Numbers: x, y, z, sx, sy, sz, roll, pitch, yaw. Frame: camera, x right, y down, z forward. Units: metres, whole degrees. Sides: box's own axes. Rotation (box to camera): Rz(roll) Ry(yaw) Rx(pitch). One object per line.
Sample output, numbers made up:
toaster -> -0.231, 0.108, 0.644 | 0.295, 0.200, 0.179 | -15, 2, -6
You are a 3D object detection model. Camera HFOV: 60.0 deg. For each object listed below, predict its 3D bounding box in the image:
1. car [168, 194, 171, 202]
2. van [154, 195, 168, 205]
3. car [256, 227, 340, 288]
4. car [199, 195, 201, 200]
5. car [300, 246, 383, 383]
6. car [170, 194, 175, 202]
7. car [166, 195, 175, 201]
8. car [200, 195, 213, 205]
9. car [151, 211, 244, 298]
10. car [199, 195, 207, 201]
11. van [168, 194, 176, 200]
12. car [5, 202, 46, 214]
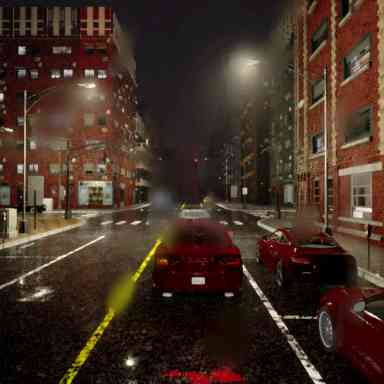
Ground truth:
car -> -5.572, 1.602, 63.865 | 1.802, 1.307, 4.206 | 1, 0, 0
van -> -5.578, 1.359, 58.213 | 1.690, 1.788, 3.998 | 1, 0, 0
car -> 2.852, 1.584, 8.906 | 1.802, 1.307, 4.206 | 1, 0, 0
car -> 2.837, 1.572, 80.770 | 1.887, 1.381, 4.507 | 1, 0, 0
car -> 2.673, 1.583, 3.250 | 1.802, 1.307, 4.206 | 1, 0, 0
car -> -5.553, 1.607, 75.169 | 1.802, 1.307, 4.206 | 1, 0, 0
car -> -5.533, 1.581, 86.474 | 2.008, 1.369, 4.403 | 1, 0, 0
car -> 2.799, 1.543, 58.329 | 1.752, 1.417, 4.829 | 1, 0, 0
car -> 0.112, 1.480, 8.588 | 1.882, 1.535, 5.008 | 0, 0, 0
car -> 2.846, 1.596, 86.421 | 1.947, 1.339, 4.313 | 1, 0, 0
van -> -5.521, 1.375, 92.126 | 1.690, 1.788, 3.998 | 1, 0, 0
car -> -18.648, 1.729, 37.324 | 4.313, 1.339, 1.947 | 0, -1, 0
